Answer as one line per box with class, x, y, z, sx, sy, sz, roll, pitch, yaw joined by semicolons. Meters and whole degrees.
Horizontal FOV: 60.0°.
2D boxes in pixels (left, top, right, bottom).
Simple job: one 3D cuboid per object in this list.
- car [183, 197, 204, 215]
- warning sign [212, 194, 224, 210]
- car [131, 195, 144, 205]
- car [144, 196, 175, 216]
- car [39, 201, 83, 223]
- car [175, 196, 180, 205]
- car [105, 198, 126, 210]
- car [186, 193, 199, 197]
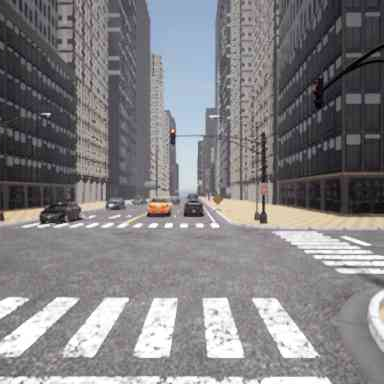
car;0.173;1.510;33.541;1.837;1.490;4.892;0;0;0
warning sign;2.935;1.126;37.758;1.300;1.860;1.060;0;0;0
car;-9.657;1.407;60.341;2.097;1.767;4.553;0;0;1
car;-3.079;1.357;32.750;2.097;1.767;4.553;0;0;0
car;-9.831;1.503;25.273;1.837;1.490;4.892;0;0;1
car;-3.113;1.549;60.519;2.128;1.511;4.902;0;0;0
car;-9.752;1.509;42.607;2.128;1.511;4.902;0;0;0
car;0.135;1.280;60.611;2.150;2.045;5.566;0;0;0
